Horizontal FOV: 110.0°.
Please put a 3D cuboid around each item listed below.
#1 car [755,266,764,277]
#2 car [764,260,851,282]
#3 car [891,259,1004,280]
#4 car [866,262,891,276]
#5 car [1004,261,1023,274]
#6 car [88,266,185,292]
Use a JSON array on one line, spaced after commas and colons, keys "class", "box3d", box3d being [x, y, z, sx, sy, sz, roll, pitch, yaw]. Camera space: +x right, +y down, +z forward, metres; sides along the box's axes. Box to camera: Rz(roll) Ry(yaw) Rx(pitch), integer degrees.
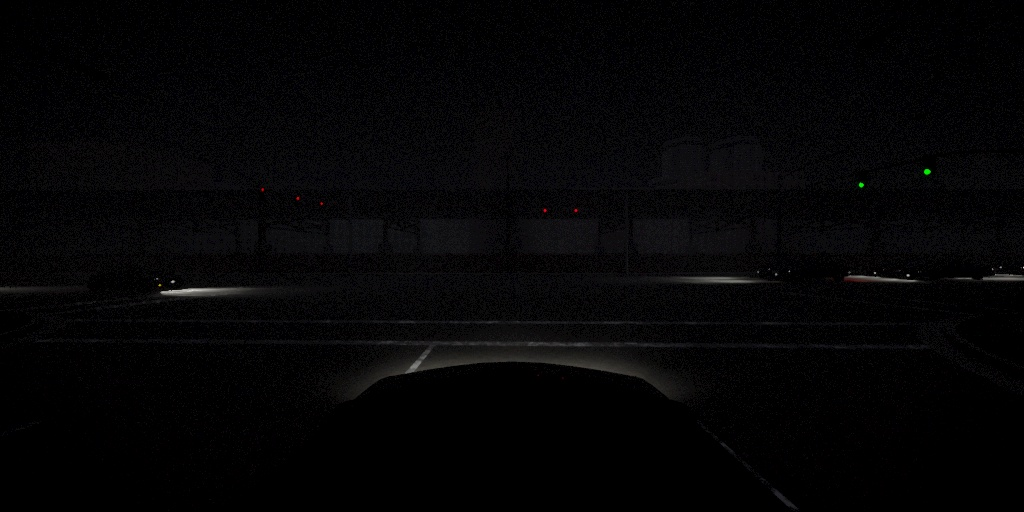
[{"class": "car", "box3d": [23.110, 1.051, 30.011, 4.902, 1.511, 2.128, -1, 0, 2]}, {"class": "car", "box3d": [22.053, 1.066, 26.531, 4.902, 1.511, 2.128, -1, 0, 1]}, {"class": "car", "box3d": [31.761, 1.006, 26.282, 5.357, 1.411, 2.033, -1, 0, 1]}, {"class": "car", "box3d": [32.850, 0.986, 29.754, 5.357, 1.411, 2.033, -1, 0, 1]}, {"class": "car", "box3d": [43.686, 0.807, 29.461, 5.357, 1.411, 2.033, -1, 0, 2]}, {"class": "car", "box3d": [-21.323, 1.285, 20.480, 4.181, 1.385, 1.994, 0, 0, 1]}]
